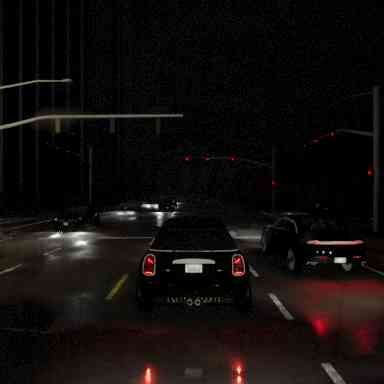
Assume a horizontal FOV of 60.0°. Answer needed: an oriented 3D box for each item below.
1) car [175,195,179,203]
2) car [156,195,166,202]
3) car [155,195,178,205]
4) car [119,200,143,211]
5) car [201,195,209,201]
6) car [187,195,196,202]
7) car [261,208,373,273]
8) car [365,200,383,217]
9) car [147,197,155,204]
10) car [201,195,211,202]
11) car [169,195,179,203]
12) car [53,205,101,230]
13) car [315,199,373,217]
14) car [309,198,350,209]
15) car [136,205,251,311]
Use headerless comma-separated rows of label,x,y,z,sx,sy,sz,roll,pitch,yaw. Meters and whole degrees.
car,-3.689,1.349,54.084,2.097,1.767,4.553,0,0,0
car,-7.138,1.520,76.218,1.812,1.442,4.674,0,0,0
car,-3.123,1.521,39.718,1.837,1.490,4.892,0,1,-8
car,-7.574,1.609,41.291,1.895,1.301,4.718,0,0,6
car,3.341,1.475,87.916,1.882,1.535,5.008,0,0,0
car,-0.141,1.475,77.833,1.882,1.535,5.008,0,0,0
car,3.600,1.491,10.729,2.128,1.511,4.902,0,0,-3
car,19.120,1.559,31.116,4.892,1.490,1.837,0,0,0
car,-7.180,1.599,61.112,1.895,1.301,4.718,0,0,0
car,3.359,1.497,77.817,1.837,1.490,4.892,0,0,0
car,-3.626,1.498,69.180,1.837,1.490,4.892,0,0,0
car,-7.140,1.548,21.147,1.812,1.442,4.674,0,0,0
car,13.228,1.547,27.413,4.902,1.511,2.128,0,0,1
car,14.609,1.406,34.669,4.553,1.767,2.097,0,0,2
car,0.043,1.352,7.919,2.097,1.767,4.553,0,0,0
